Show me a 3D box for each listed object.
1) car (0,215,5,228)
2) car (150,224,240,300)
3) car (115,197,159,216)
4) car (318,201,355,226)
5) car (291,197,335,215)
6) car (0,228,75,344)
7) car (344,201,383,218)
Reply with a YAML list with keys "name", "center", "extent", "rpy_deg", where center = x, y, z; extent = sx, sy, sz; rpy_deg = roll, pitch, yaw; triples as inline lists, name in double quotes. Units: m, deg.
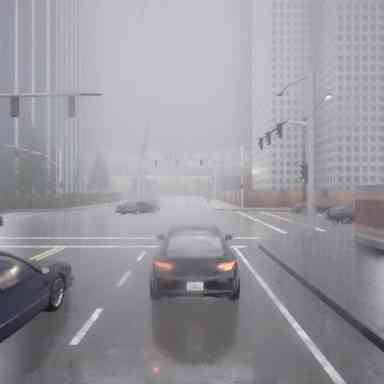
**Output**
- name: "car"
  center: [-13.364, 1.502, 20.199]
  extent: [4.892, 1.490, 1.837]
  rpy_deg: [-1, -2, 32]
- name: "car"
  center: [0.067, 1.524, 8.262]
  extent: [1.812, 1.442, 4.674]
  rpy_deg: [0, 0, 0]
- name: "car"
  center: [-5.362, 1.539, 33.203]
  extent: [2.033, 1.411, 5.357]
  rpy_deg: [0, 0, 27]
- name: "car"
  center: [11.480, 1.520, 22.770]
  extent: [4.674, 1.442, 1.812]
  rpy_deg: [0, 0, 0]
- name: "car"
  center: [12.371, 1.344, 33.470]
  extent: [4.553, 1.767, 2.097]
  rpy_deg: [0, 0, 0]
- name: "car"
  center: [-3.447, 1.546, 4.665]
  extent: [2.033, 1.411, 5.357]
  rpy_deg: [0, 0, 0]
- name: "car"
  center: [16.846, 1.540, 29.953]
  extent: [5.357, 1.411, 2.033]
  rpy_deg: [0, 0, 0]
